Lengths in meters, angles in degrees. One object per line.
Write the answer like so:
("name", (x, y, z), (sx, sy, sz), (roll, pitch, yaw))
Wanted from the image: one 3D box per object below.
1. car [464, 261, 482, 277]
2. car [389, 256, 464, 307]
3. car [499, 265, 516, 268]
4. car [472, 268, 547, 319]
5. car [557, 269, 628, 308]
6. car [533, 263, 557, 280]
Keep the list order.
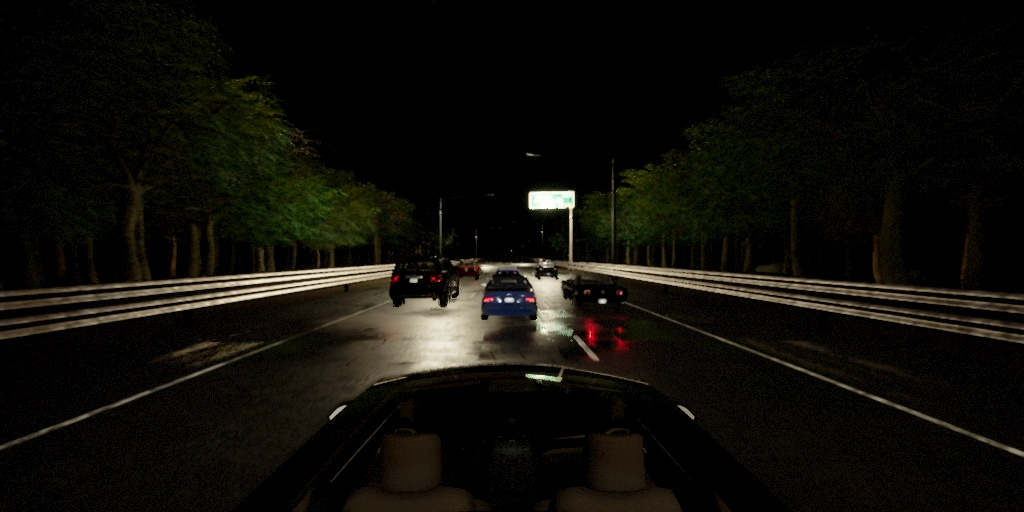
("car", (-3.914, 1.199, 32.594), (2.097, 1.767, 4.553), (0, 0, -1))
("car", (-3.652, 1.014, 15.868), (2.150, 2.045, 5.566), (0, 0, -1))
("car", (-0.396, 1.451, 31.447), (1.895, 1.301, 4.718), (0, 0, -1))
("car", (-0.113, 1.337, 12.940), (2.033, 1.411, 5.357), (0, 0, -1))
("car", (3.351, 1.405, 15.591), (1.895, 1.301, 4.718), (0, 0, -1))
("car", (3.082, 1.353, 32.960), (2.128, 1.511, 4.902), (0, 0, -1))
